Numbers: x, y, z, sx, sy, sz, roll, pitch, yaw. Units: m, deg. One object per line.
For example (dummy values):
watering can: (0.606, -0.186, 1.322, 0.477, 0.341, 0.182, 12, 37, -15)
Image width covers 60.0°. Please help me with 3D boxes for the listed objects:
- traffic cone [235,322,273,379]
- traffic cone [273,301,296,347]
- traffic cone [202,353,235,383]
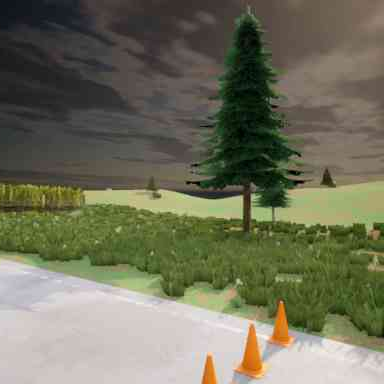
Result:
traffic cone: (0.764, 1.955, 4.218, 0.340, 0.580, 0.340, 0, 0, 36)
traffic cone: (1.348, 1.955, 5.029, 0.340, 0.580, 0.340, 0, 0, 36)
traffic cone: (0.179, 1.955, 3.406, 0.340, 0.580, 0.340, 0, 0, 36)
